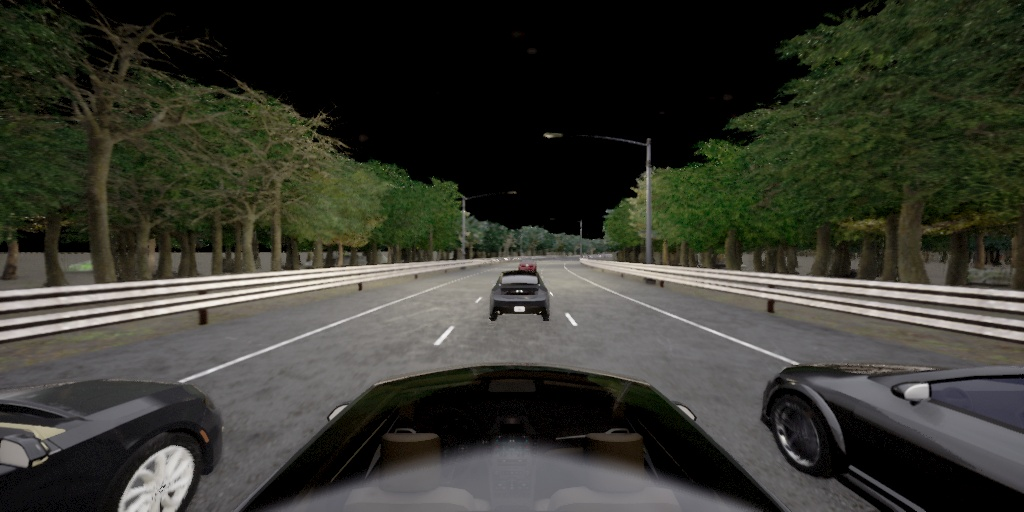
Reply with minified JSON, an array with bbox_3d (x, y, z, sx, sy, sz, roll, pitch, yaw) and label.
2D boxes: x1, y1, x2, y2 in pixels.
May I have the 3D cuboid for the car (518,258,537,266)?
[{"bbox_3d":[1.887,1.059,42.449,2.097,1.767,4.553,0,0,5],"label":"car"}]

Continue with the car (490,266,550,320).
[{"bbox_3d":[0.273,1.251,12.554,1.837,1.490,4.892,0,0,1],"label":"car"}]

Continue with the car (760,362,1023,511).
[{"bbox_3d":[3.628,1.317,2.087,1.994,1.385,4.181,0,0,0],"label":"car"}]

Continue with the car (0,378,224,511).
[{"bbox_3d":[-3.373,1.252,1.046,1.837,1.490,4.892,0,0,0],"label":"car"}]
